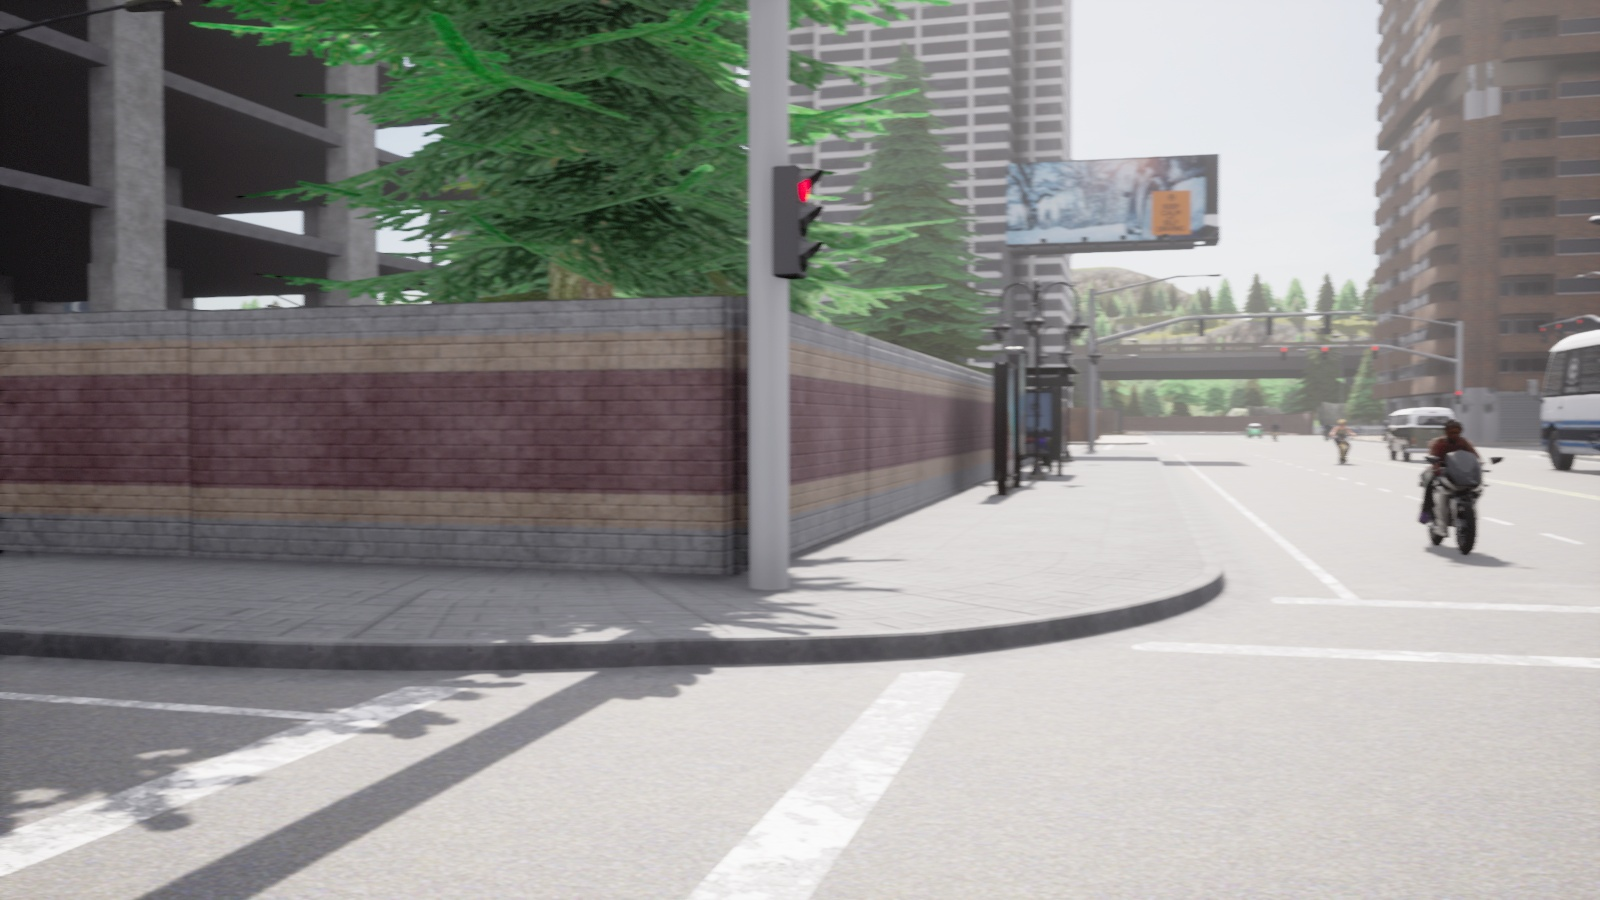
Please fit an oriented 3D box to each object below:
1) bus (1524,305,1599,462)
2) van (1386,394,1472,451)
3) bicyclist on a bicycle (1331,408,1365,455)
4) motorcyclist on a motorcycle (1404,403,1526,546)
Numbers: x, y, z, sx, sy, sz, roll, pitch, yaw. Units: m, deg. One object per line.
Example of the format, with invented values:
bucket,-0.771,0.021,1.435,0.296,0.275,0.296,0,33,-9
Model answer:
bus,24.162,-1.875,35.465,3.944,4.253,10.273,-1,1,15
van,23.954,-1.042,48.003,2.069,2.038,4.480,-1,1,15
bicyclist on a bicycle,19.341,-0.659,44.336,0.866,1.612,1.509,-1,1,15
motorcyclist on a motorcycle,7.599,0.267,14.450,0.797,1.523,2.044,-1,0,15
